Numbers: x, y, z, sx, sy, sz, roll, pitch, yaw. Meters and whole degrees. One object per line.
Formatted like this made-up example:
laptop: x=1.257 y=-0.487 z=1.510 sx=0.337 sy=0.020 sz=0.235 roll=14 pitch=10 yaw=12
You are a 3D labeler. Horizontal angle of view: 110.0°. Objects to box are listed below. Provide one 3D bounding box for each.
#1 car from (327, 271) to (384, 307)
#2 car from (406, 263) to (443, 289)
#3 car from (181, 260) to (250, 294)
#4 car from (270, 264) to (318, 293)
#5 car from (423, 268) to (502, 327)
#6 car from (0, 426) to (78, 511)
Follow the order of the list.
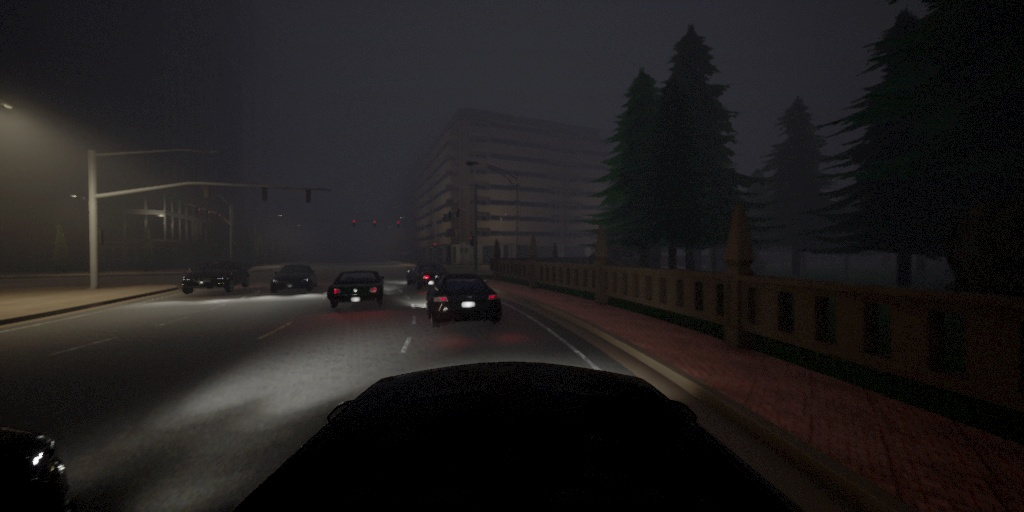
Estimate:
car: x=-6.358 y=1.264 z=15.046 sx=1.895 sy=1.301 sz=4.718 roll=0 pitch=1 yaw=-19
car: x=-5.072 y=1.145 z=21.562 sx=2.033 sy=1.411 sz=5.357 roll=-1 pitch=1 yaw=-25
car: x=-15.351 y=0.981 z=18.820 sx=1.837 sy=1.490 sz=4.892 roll=-1 pitch=1 yaw=-24
car: x=-12.141 y=1.214 z=20.221 sx=1.812 sy=1.442 sz=4.674 roll=-1 pitch=1 yaw=-24
car: x=-1.653 y=1.234 z=11.360 sx=1.994 sy=1.385 sz=4.181 roll=0 pitch=0 yaw=-15
car: x=-3.660 y=1.275 z=0.123 sx=2.128 sy=1.511 sz=4.902 roll=0 pitch=1 yaw=2
